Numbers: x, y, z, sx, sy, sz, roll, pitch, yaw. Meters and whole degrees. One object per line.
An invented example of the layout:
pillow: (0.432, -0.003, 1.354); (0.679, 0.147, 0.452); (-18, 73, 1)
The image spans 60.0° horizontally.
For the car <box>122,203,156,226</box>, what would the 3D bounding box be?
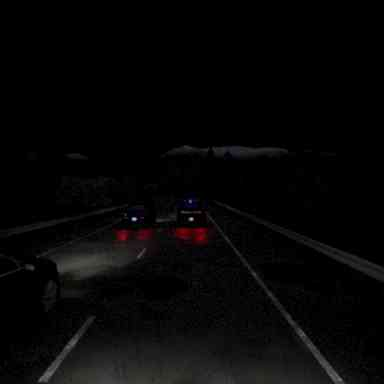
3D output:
car: (-3.551, 1.492, 22.694); (1.812, 1.442, 4.674); (0, 0, 0)

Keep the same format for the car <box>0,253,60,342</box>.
car: (-3.438, 1.486, 4.457); (2.128, 1.511, 4.902); (0, 0, 0)

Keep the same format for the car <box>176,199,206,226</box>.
car: (-0.053, 1.457, 22.975); (2.128, 1.511, 4.902); (0, 0, 0)

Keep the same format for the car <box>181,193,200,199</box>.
car: (-0.176, 1.161, 40.296); (2.150, 2.045, 5.566); (0, 0, 0)
